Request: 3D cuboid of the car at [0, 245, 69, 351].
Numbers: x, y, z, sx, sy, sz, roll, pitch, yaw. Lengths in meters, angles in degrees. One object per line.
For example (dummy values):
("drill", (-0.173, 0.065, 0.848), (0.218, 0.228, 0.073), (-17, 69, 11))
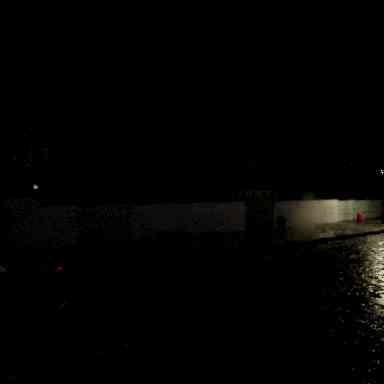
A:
("car", (-4.305, 1.492, 4.608), (4.902, 1.511, 2.128), (0, 0, -35))
